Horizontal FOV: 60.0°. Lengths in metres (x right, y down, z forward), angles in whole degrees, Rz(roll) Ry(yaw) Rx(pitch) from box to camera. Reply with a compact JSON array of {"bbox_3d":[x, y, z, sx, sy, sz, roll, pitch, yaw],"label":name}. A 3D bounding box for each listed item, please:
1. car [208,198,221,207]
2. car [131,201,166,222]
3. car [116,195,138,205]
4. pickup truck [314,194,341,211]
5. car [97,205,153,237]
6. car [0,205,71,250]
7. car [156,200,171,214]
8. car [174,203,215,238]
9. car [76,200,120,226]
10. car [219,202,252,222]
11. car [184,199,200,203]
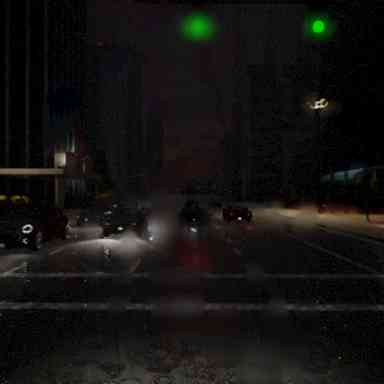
[{"bbox_3d":[3.565,1.714,52.302,1.882,1.535,5.008,0,0,0],"label":"car"},{"bbox_3d":[-3.550,1.727,27.903,1.895,1.301,4.718,0,0,0],"label":"car"},{"bbox_3d":[-6.997,1.381,35.191,2.150,2.045,5.566,0,0,0],"label":"car"},{"bbox_3d":[16.625,1.242,40.538,2.390,2.098,6.274,0,0,31],"label":"pickup truck"},{"bbox_3d":[-3.578,1.649,18.614,1.994,1.385,4.181,0,0,0],"label":"car"},{"bbox_3d":[-7.088,1.419,14.630,2.097,1.767,4.553,0,0,0],"label":"car"},{"bbox_3d":[-3.497,1.650,38.025,1.882,1.535,5.008,0,0,0],"label":"car"},{"bbox_3d":[0.102,1.587,18.160,1.837,1.490,4.892,0,0,0],"label":"car"},{"bbox_3d":[-7.069,1.617,24.783,1.837,1.490,4.892,0,0,0],"label":"car"},{"bbox_3d":[3.600,1.724,27.281,1.895,1.301,4.718,0,0,0],"label":"car"},{"bbox_3d":[0.009,1.712,45.378,1.837,1.490,4.892,0,0,0],"label":"car"}]
